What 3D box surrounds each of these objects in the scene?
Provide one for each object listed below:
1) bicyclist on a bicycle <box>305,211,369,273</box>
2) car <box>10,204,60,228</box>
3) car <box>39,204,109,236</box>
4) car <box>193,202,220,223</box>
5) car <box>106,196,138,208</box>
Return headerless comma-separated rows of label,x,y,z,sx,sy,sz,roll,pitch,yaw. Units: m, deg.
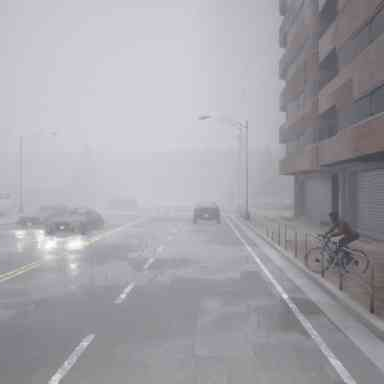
bicyclist on a bicycle,3.780,1.338,8.600,1.656,1.620,0.582,4,1,2
car,-9.647,1.547,22.635,2.033,1.411,5.357,0,0,3
car,-6.347,1.563,18.462,1.994,1.385,4.181,0,0,3
car,1.130,1.477,25.631,1.882,1.535,5.008,0,0,2
car,-9.974,1.343,47.114,4.553,1.767,2.097,0,0,27
